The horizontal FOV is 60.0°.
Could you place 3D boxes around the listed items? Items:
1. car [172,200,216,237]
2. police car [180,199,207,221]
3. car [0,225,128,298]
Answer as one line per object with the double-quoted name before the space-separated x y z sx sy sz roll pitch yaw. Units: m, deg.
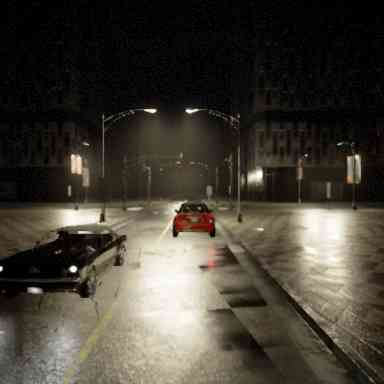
"car" 0.096 1.313 17.738 2.097 1.767 4.553 0 0 0
"police car" 0.087 1.443 27.952 2.038 1.542 4.974 0 0 0
"car" -3.018 1.582 8.618 1.895 1.301 4.718 0 0 0
